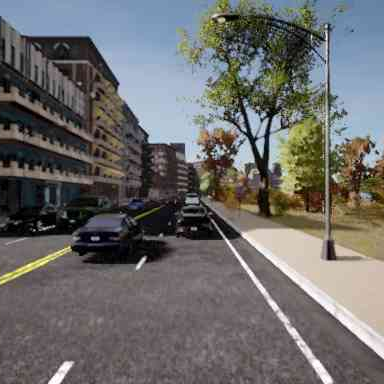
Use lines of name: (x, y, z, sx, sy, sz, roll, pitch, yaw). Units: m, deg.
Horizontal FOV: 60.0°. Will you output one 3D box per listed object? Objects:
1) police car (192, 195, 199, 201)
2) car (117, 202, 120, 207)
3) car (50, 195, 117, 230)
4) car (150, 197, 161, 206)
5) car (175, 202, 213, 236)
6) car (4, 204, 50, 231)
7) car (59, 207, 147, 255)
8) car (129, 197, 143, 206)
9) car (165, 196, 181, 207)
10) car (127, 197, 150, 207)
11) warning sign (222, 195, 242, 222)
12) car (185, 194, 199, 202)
police car: (0.979, 1.575, 94.059, 1.930, 1.638, 5.238, 0, 0, 0)
car: (-9.843, 1.602, 39.158, 2.033, 1.411, 5.357, 0, 0, 0)
car: (-6.600, 1.250, 21.068, 2.150, 2.045, 5.566, 0, 0, 0)
car: (-6.497, 1.627, 58.194, 1.837, 1.490, 4.892, 0, 0, 0)
car: (0.102, 1.530, 18.584, 1.837, 1.490, 4.892, 0, 0, 0)
car: (-9.849, 1.534, 21.031, 1.837, 1.490, 4.892, 0, 0, 0)
car: (-3.148, 1.566, 13.315, 2.033, 1.411, 5.357, 0, 0, 0)
car: (-9.747, 1.653, 58.194, 1.812, 1.442, 4.674, 0, 0, 0)
car: (-3.247, 1.679, 54.045, 1.895, 1.301, 4.718, 0, 0, 0)
car: (-6.588, 1.582, 40.155, 1.812, 1.442, 4.674, 0, 0, 0)
warning sign: (2.843, 1.148, 23.956, 1.300, 1.860, 1.060, -1, -1, 0)
car: (0.003, 1.299, 53.629, 2.150, 2.045, 5.566, 0, 0, 0)
